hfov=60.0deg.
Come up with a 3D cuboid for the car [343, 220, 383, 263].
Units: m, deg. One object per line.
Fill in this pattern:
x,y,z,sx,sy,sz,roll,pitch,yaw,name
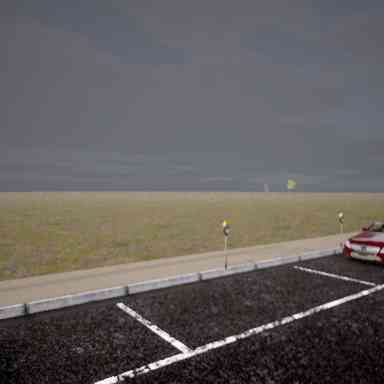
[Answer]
6.636,1.547,10.792,4.206,1.307,1.802,0,1,-35,car
